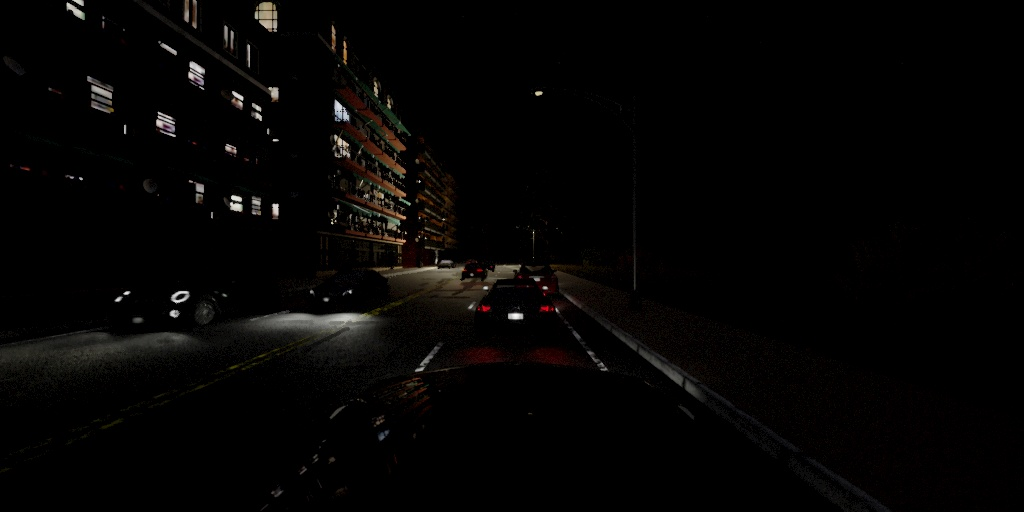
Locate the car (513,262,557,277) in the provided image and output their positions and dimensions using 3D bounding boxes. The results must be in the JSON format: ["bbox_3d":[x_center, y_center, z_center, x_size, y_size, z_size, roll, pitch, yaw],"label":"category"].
[{"bbox_3d":[1.141,1.103,18.579,2.097,1.767,4.553,0,0,0],"label":"car"}]

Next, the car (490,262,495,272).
[{"bbox_3d":[-3.136,1.352,46.009,1.895,1.301,4.718,0,0,0],"label":"car"}]

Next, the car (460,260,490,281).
[{"bbox_3d":[-3.142,1.278,30.311,1.812,1.442,4.674,0,0,0],"label":"car"}]

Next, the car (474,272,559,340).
[{"bbox_3d":[0.096,1.315,9.999,1.994,1.385,4.181,0,0,0],"label":"car"}]

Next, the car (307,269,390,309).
[{"bbox_3d":[-6.596,1.277,15.048,1.812,1.442,4.674,0,0,0],"label":"car"}]

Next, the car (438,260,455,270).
[{"bbox_3d":[-9.829,1.298,53.955,2.033,1.411,5.357,0,0,0],"label":"car"}]

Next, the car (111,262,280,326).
[{"bbox_3d":[-9.848,1.103,11.674,2.097,1.767,4.553,0,0,0],"label":"car"}]
